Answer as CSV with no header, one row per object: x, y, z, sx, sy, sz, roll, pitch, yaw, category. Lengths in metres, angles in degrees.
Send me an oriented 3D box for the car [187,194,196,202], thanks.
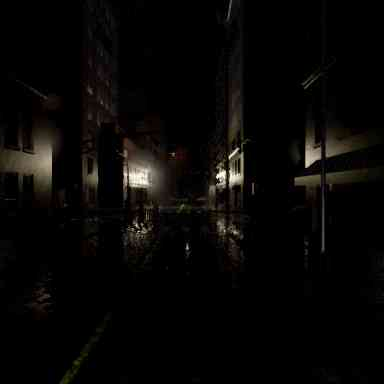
0.020,1.464,75.580,1.812,1.442,4.674,0,0,0,car

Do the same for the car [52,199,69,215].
-14.593,1.415,33.276,4.097,1.590,1.967,0,0,1,car

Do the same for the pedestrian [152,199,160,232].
-2.025,1.290,18.545,0.375,1.860,0.375,0,0,0,pedestrian

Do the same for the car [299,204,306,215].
13.132,1.210,30.412,5.566,2.045,2.150,0,0,1,car

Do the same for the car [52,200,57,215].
-14.139,1.588,27.515,4.718,1.301,1.895,0,0,0,car

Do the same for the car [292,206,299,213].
12.431,1.507,32.988,4.829,1.417,1.752,0,0,1,car

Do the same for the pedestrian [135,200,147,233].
-2.927,1.290,19.148,0.375,1.860,0.375,0,0,0,pedestrian

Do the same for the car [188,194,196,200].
0.021,1.313,85.583,1.837,1.490,4.892,0,0,0,car

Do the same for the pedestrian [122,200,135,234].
-3.420,1.290,17.945,0.375,1.860,0.375,0,0,0,pedestrian
